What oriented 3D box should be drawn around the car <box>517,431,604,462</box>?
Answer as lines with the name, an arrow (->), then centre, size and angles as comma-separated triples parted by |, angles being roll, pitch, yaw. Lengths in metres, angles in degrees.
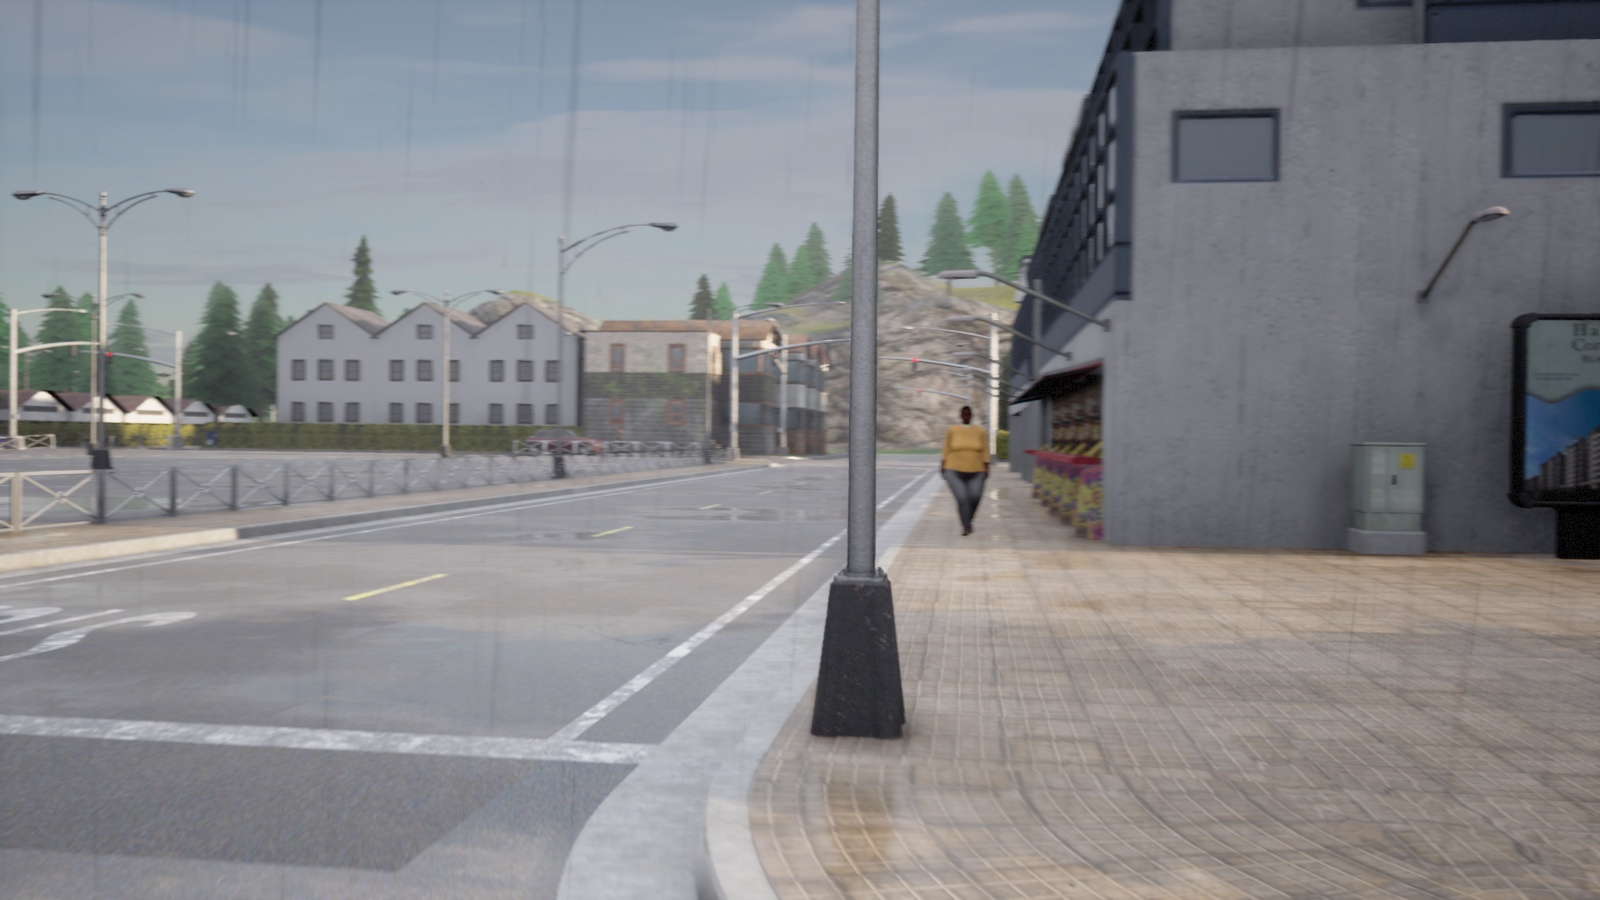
car -> -14.043, -0.206, 73.772 | 4.553, 1.767, 2.097 | 0, 1, 8

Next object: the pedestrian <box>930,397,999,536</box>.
pedestrian -> 2.239, 0.215, 17.183 | 0.874, 1.855, 0.900 | 0, 1, 5
